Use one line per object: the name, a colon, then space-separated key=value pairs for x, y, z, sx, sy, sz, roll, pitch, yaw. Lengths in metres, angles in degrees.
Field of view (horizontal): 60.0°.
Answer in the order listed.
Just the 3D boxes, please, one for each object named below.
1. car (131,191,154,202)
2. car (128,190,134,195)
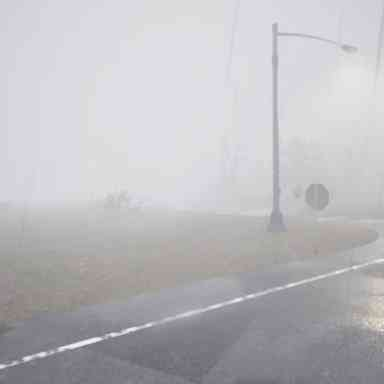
car: x=-8.130 y=0.923 z=56.840 sx=1.837 sy=1.490 sz=4.892 roll=-1 pitch=1 yaw=-33
car: x=-12.579 y=0.619 z=63.473 sx=2.150 sy=2.045 sz=5.566 roll=-1 pitch=1 yaw=-34
